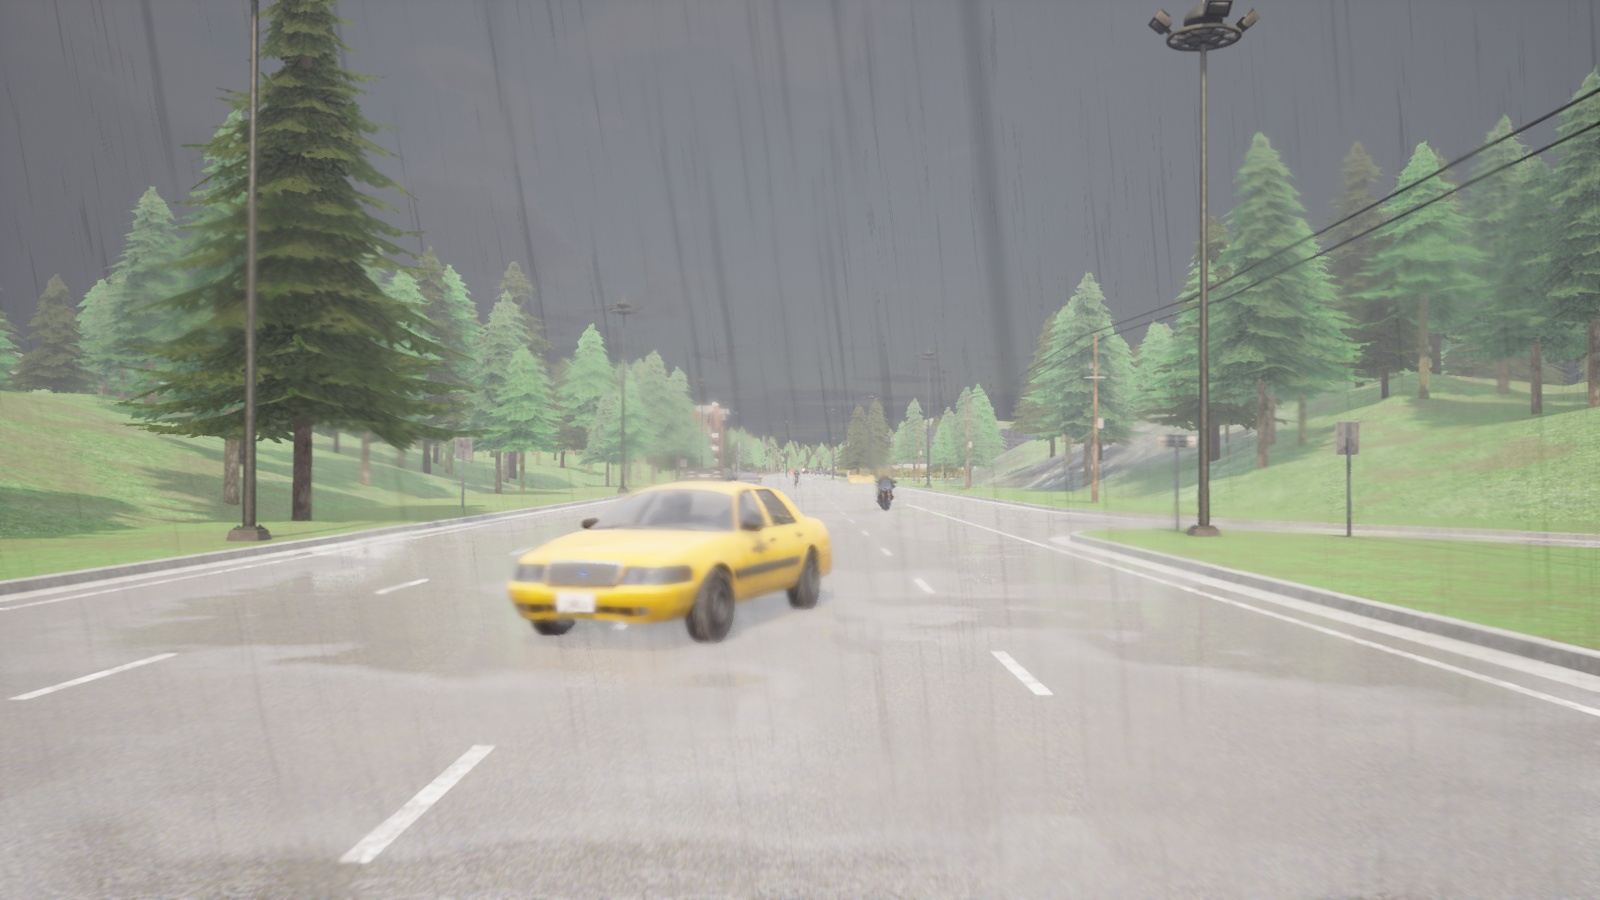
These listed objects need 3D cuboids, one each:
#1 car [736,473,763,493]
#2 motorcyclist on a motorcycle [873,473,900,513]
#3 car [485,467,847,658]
[{"bbox_3d":[-3.726,2.420,93.454,1.812,1.442,4.674,0,-1,0],"label":"car"},{"bbox_3d":[3.381,1.661,49.289,0.866,1.530,2.191,0,-1,0],"label":"motorcyclist on a motorcycle"},{"bbox_3d":[-1.083,0.978,13.222,1.801,1.575,5.366,-1,-1,17],"label":"car"}]
